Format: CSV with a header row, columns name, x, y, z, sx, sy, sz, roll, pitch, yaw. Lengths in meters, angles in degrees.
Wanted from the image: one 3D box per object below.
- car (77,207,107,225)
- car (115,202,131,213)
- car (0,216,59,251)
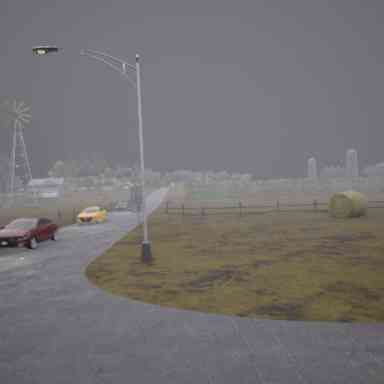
name,x,y,z,sx,sy,sz,roll,pitch,yaw
car,-9.446,2.211,31.673,1.882,1.535,5.008,-3,0,-3
car,-10.358,2.224,50.083,1.837,1.490,4.892,-3,0,-3
car,-8.710,2.100,17.706,1.882,1.535,5.008,-3,0,-3
